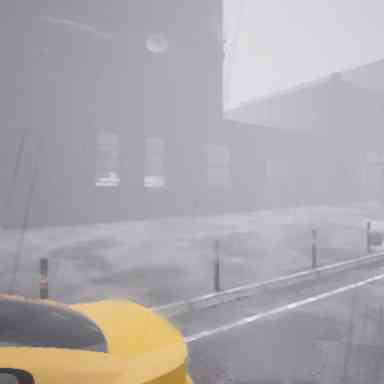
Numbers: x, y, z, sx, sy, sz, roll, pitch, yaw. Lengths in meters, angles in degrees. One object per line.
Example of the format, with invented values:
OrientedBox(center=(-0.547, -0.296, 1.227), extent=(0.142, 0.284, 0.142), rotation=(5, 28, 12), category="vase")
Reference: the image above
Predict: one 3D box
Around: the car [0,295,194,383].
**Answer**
OrientedBox(center=(-2.306, 1.477, 1.732), extent=(5.008, 1.535, 1.882), rotation=(0, 0, -35), category="car")
